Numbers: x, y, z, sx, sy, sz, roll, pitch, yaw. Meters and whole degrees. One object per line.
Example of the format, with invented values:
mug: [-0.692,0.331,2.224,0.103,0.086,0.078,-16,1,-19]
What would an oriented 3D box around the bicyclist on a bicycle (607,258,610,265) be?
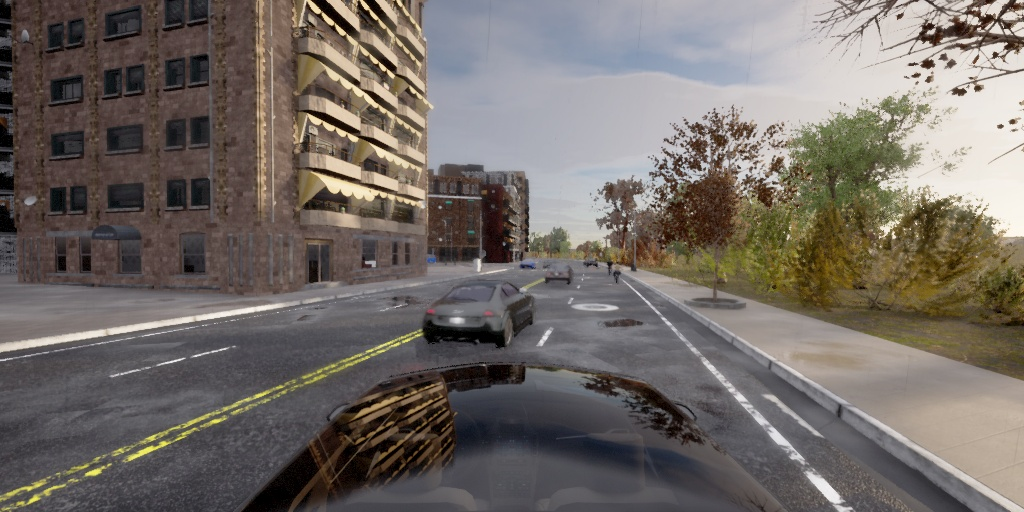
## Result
bicyclist on a bicycle: [9.529,1.109,34.951,0.659,1.776,1.843,0,0,12]

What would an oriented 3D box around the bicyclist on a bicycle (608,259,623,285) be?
bicyclist on a bicycle: [7.450,1.179,25.426,0.866,1.612,1.509,0,0,13]

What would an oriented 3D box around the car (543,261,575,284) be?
car: [3.631,1.292,26.972,2.033,1.411,5.357,0,0,13]

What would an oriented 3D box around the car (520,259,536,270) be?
car: [2.361,1.213,53.241,1.882,1.535,5.008,0,0,11]

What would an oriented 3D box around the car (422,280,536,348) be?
car: [-0.630,1.313,9.388,1.994,1.385,4.181,0,0,14]
